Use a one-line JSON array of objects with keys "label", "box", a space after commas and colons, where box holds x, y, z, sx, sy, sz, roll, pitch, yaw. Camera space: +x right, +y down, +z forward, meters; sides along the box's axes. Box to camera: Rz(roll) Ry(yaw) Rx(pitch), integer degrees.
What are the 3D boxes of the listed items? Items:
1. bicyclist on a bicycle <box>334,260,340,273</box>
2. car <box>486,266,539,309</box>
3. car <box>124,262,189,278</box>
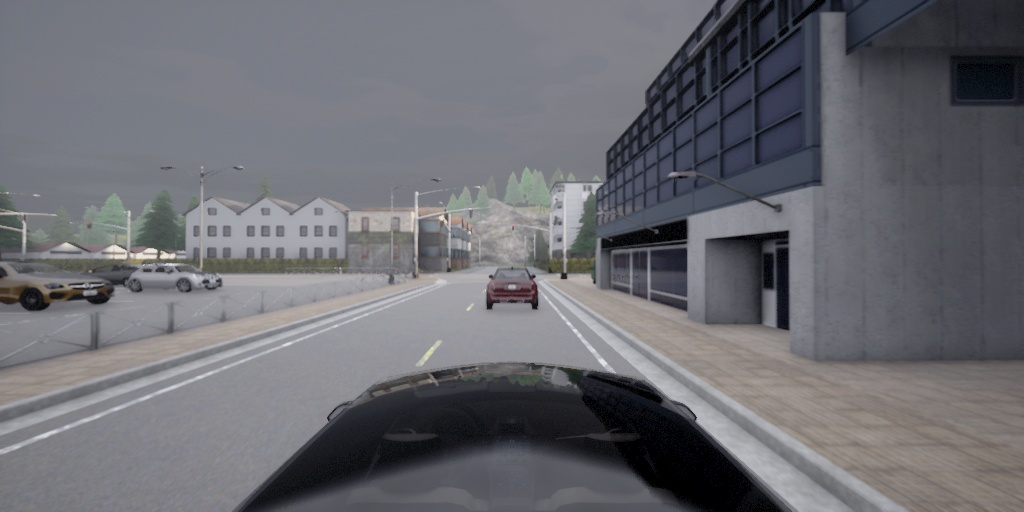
[{"label": "bicyclist on a bicycle", "box": [-22.299, 1.303, 45.758, 0.582, 1.620, 1.656, 0, 0, 0]}, {"label": "car", "box": [0.012, 1.238, 15.921, 2.097, 1.767, 4.553, 0, -1, 0]}, {"label": "car", "box": [-41.512, 1.457, 41.938, 4.902, 1.511, 2.128, 0, -1, 0]}]
